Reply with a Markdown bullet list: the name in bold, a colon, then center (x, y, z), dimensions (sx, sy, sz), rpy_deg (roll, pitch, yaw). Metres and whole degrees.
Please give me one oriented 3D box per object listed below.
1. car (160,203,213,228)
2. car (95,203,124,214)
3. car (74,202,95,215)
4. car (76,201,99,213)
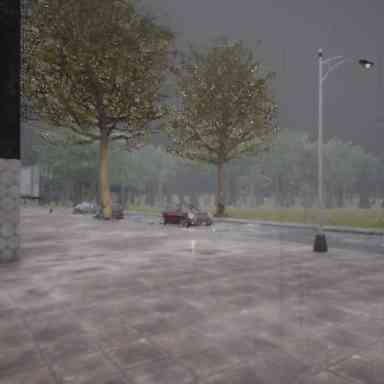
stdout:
- **car**: center (-0.475, 1.648, 24.553), dimensions (2.097, 1.767, 4.553), rpy_deg (0, -1, -35)
- **car**: center (-10.648, 2.209, 44.034), dimensions (2.128, 1.511, 4.902), rpy_deg (0, -1, -35)
- **car**: center (-14.419, 2.294, 44.488), dimensions (1.812, 1.442, 4.674), rpy_deg (0, -1, -35)
- **car**: center (-16.422, 2.276, 52.130), dimensions (2.097, 1.767, 4.553), rpy_deg (0, -1, -35)
